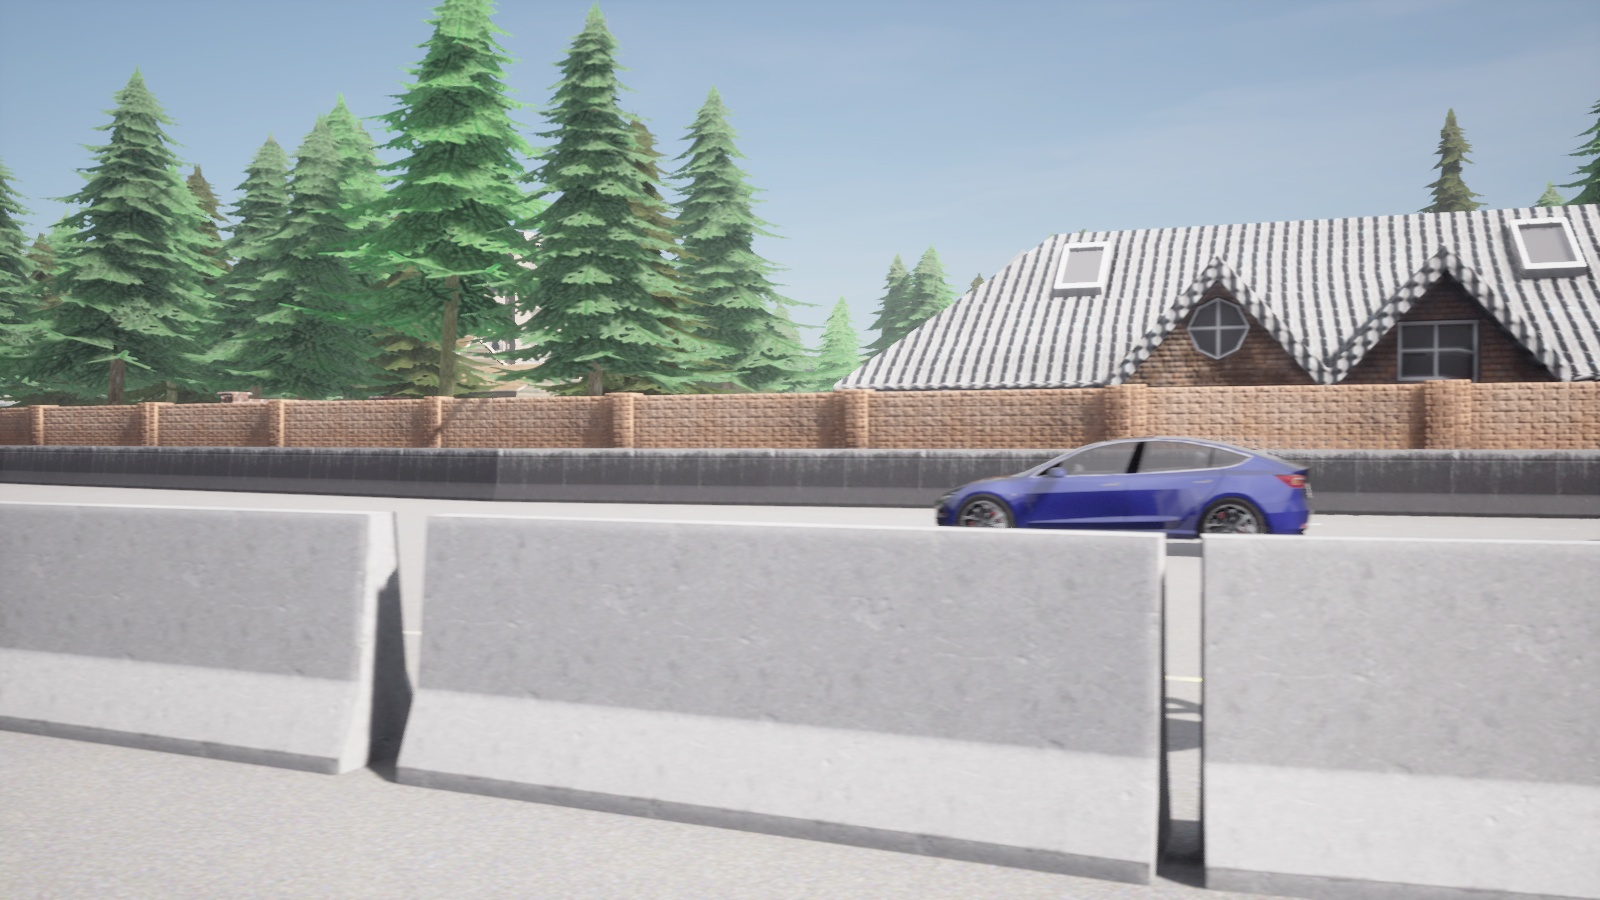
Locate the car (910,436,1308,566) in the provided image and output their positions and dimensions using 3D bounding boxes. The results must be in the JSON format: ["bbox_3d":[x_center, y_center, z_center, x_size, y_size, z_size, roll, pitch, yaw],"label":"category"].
[{"bbox_3d":[4.053,0.581,16.573,4.792,1.488,2.163,1,1,19],"label":"car"}]
